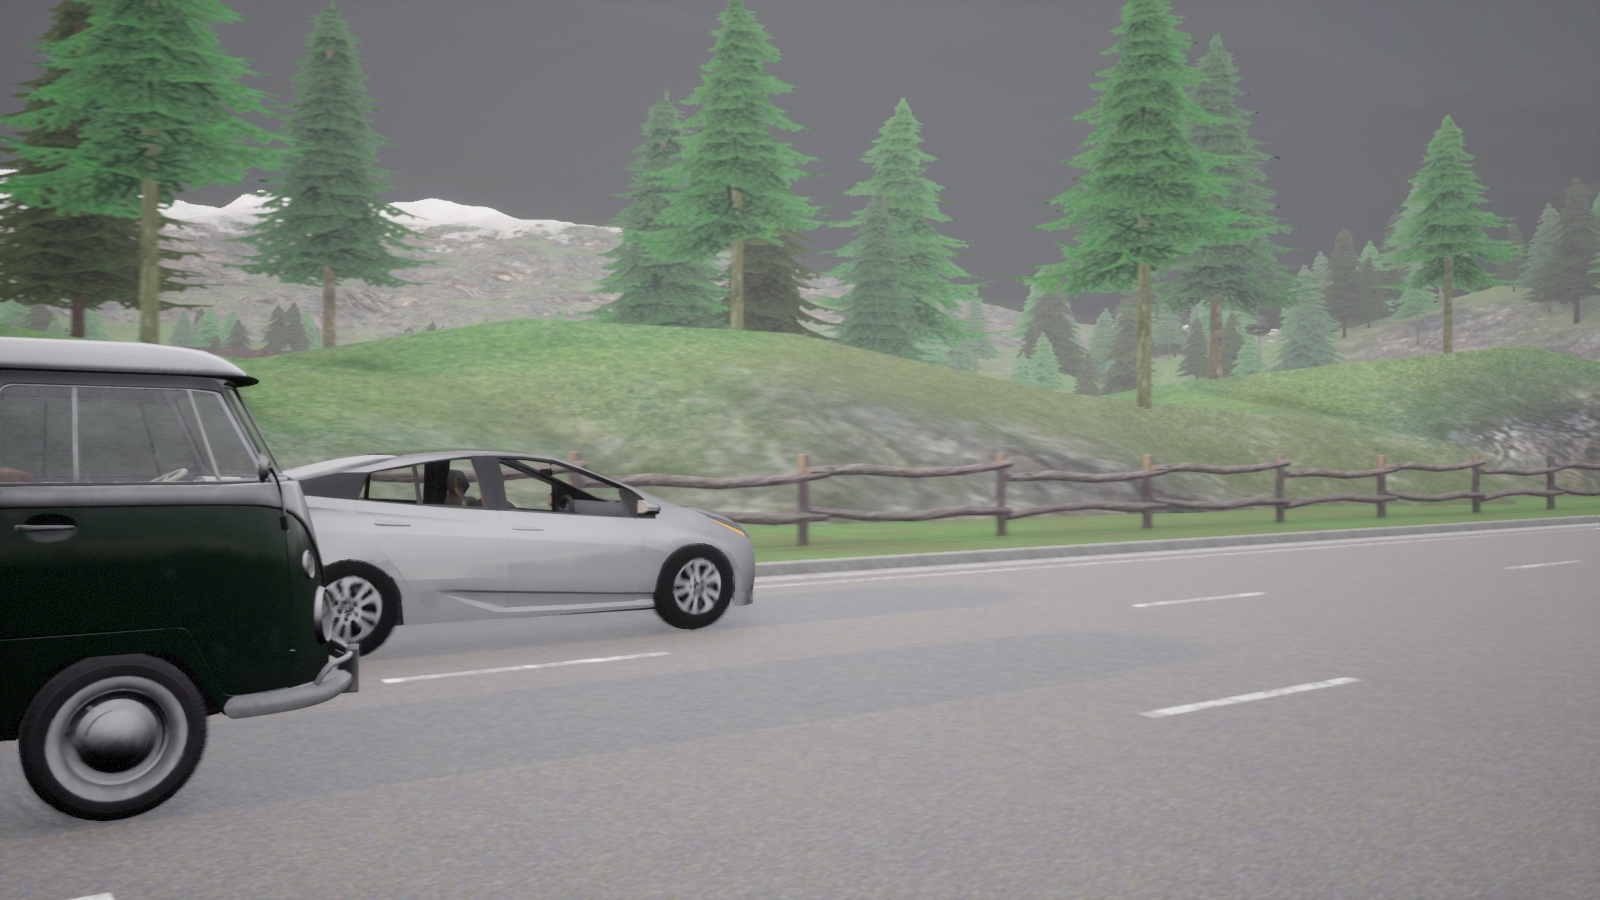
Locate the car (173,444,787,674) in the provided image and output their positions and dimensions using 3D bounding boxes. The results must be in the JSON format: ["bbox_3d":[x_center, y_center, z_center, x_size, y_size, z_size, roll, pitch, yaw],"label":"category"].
[{"bbox_3d":[-2.542,0.725,10.418,4.514,1.525,2.007,0,0,-35],"label":"car"}]

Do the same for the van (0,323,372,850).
[{"bbox_3d":[-4.215,0.518,4.990,4.442,1.987,1.775,0,0,-35],"label":"van"}]
